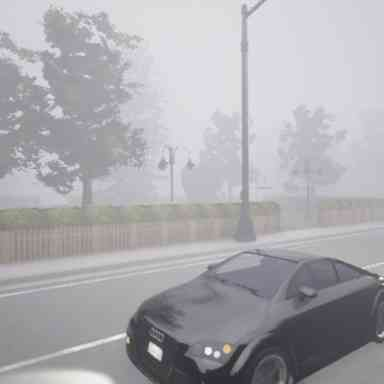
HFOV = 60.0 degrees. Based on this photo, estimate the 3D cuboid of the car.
[{"bbox_3d":[1.187,1.581,4.887,4.181,1.385,1.994,0,0,-37],"label":"car"}]
